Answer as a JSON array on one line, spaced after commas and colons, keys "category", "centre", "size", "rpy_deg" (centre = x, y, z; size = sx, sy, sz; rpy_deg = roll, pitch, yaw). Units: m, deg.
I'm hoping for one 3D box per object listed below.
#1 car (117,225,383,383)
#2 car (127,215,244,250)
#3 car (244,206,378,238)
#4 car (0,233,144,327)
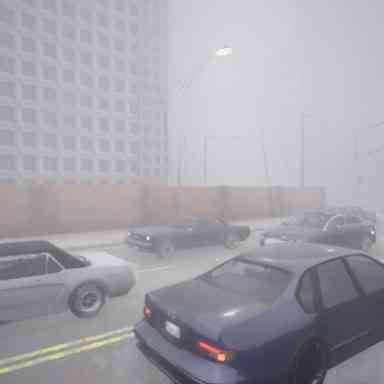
[{"category": "car", "centre": [1.834, 1.520, 5.058], "size": [5.357, 1.411, 2.033], "rpy_deg": [0, 0, -36]}, {"category": "car", "centre": [-0.081, 1.557, 12.526], "size": [4.718, 1.301, 1.895], "rpy_deg": [0, 0, -35]}, {"category": "car", "centre": [4.410, 1.430, 11.425], "size": [4.902, 1.511, 2.128], "rpy_deg": [0, 0, -35]}, {"category": "car", "centre": [-3.443, 1.598, 5.835], "size": [4.718, 1.301, 1.895], "rpy_deg": [0, 0, -35]}]
